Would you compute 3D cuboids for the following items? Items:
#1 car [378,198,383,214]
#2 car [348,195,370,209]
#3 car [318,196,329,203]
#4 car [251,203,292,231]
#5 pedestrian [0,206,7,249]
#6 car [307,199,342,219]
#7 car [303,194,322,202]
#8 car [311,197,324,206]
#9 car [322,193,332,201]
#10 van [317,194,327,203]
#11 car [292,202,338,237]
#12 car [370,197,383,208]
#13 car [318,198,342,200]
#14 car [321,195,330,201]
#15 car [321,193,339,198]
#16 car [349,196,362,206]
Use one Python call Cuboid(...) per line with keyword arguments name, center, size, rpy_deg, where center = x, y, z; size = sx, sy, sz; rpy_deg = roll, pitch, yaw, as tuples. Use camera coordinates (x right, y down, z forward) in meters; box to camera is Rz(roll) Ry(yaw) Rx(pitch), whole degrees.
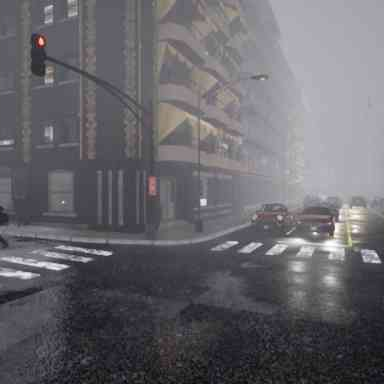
Cuboid(name="car", center=(19.588, 1.538, 32.259), size=(1.887, 1.381, 4.507), rpy_deg=(0, 0, 24))
Cuboid(name="car", center=(22.812, 1.344, 45.783), size=(2.097, 1.767, 4.553), rpy_deg=(0, 0, 24))
Cuboid(name="car", center=(28.322, 1.538, 71.660), size=(2.008, 1.369, 4.403), rpy_deg=(0, 0, 24))
Cuboid(name="car", center=(4.953, 1.437, 20.343), size=(1.967, 1.590, 4.097), rpy_deg=(0, 0, 24))
Cuboid(name="pedestrian", center=(-6.754, 1.078, 11.456), size=(0.375, 1.860, 0.375), rpy_deg=(0, -1, 24))
Cuboid(name="car", center=(10.660, 1.559, 26.591), size=(1.994, 1.385, 4.181), rpy_deg=(0, 0, 25))
Cuboid(name="car", center=(16.636, 1.308, 46.002), size=(2.192, 1.841, 5.009), rpy_deg=(0, 0, 24))
Cuboid(name="car", center=(21.241, 1.517, 56.110), size=(1.752, 1.417, 4.829), rpy_deg=(0, 0, 24))
Cuboid(name="car", center=(35.331, 1.298, 87.056), size=(2.192, 1.841, 5.009), rpy_deg=(0, 0, 24))
Cuboid(name="van", center=(25.985, 1.330, 66.529), size=(1.690, 1.788, 3.998), rpy_deg=(0, 0, 24))
Cuboid(name="car", center=(6.919, 1.522, 18.402), size=(1.812, 1.442, 4.674), rpy_deg=(0, 0, 25))
Cuboid(name="car", center=(26.599, 1.432, 47.655), size=(1.967, 1.590, 4.097), rpy_deg=(0, 0, 24))
Cuboid(name="car", center=(14.803, 1.595, 35.650), size=(1.895, 1.301, 4.718), rpy_deg=(0, 0, 25))
Cuboid(name="car", center=(32.925, 1.510, 81.769), size=(1.752, 1.417, 4.829), rpy_deg=(0, 0, 24))
Cuboid(name="car", center=(19.068, 1.345, 44.901), size=(2.097, 1.767, 4.553), rpy_deg=(0, 0, 25))
Cuboid(name="car", center=(26.851, 1.468, 54.687), size=(1.882, 1.535, 5.008), rpy_deg=(0, 0, 24))
